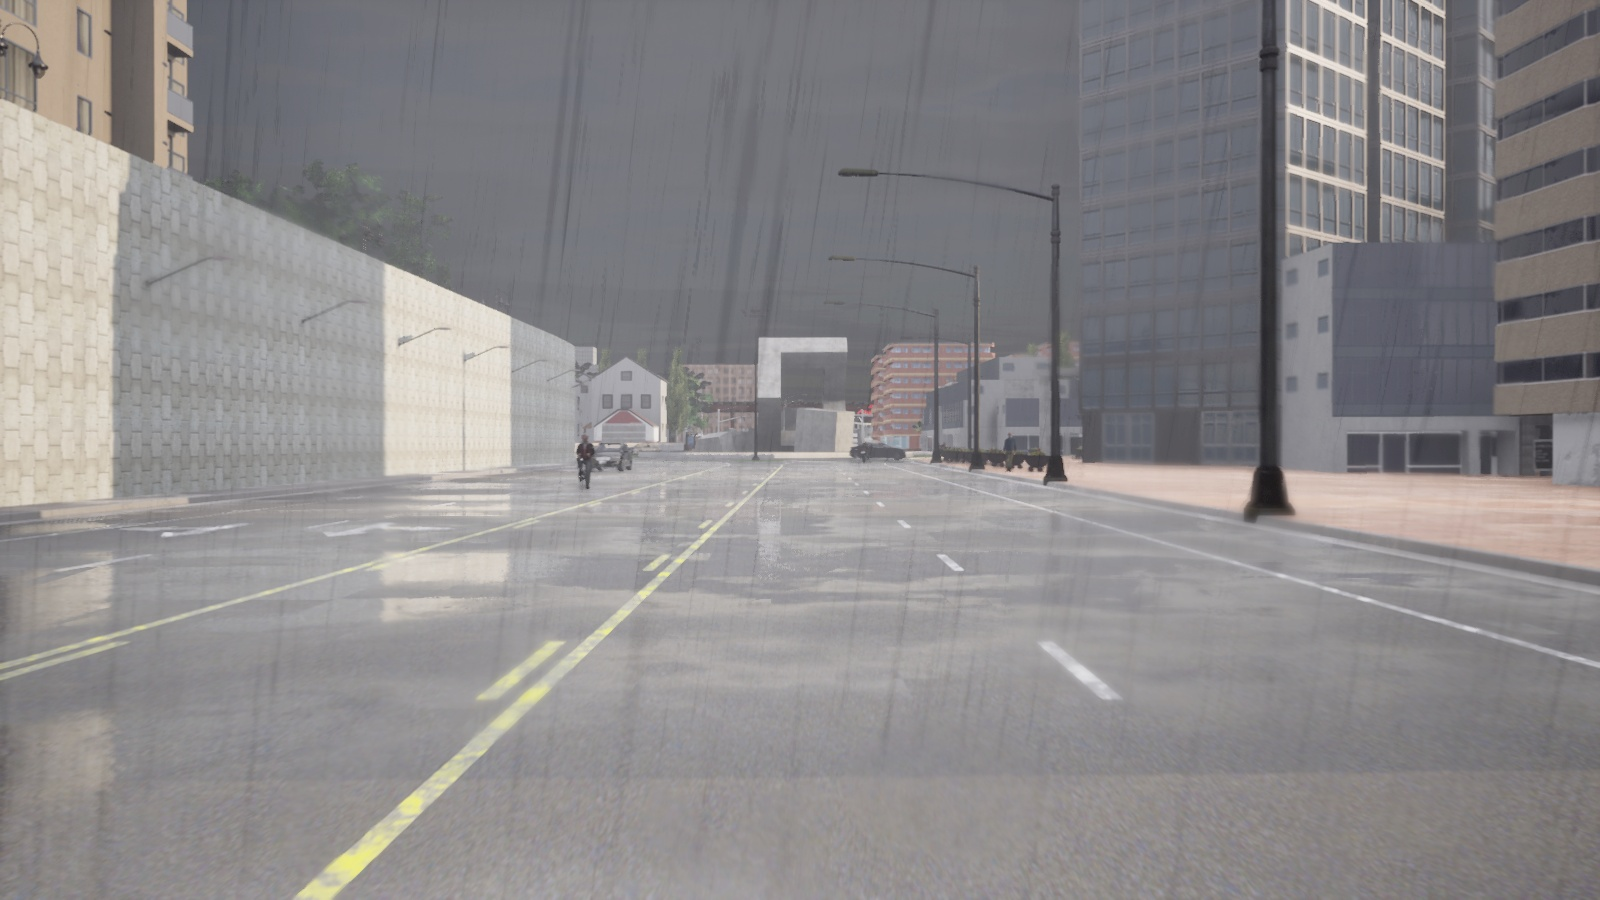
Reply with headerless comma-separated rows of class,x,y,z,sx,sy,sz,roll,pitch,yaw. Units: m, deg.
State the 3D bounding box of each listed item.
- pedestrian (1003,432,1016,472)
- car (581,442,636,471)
pedestrian,9.644,0.084,57.806,0.402,1.842,0.726,0,0,-3
car,-10.106,0.319,66.632,2.128,1.511,4.902,0,0,0
